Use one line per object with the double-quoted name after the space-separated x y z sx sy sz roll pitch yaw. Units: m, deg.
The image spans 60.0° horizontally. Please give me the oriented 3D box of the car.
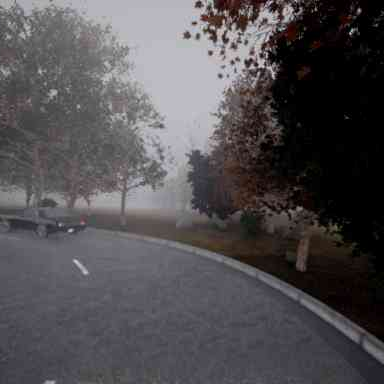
-7.546 1.440 16.577 4.718 1.301 1.895 2 0 30 "car"
